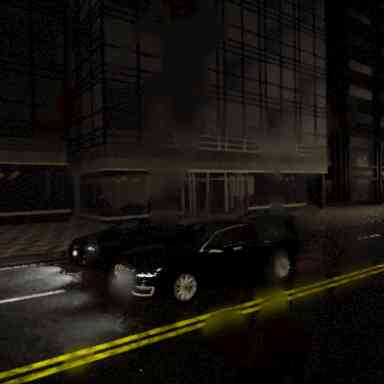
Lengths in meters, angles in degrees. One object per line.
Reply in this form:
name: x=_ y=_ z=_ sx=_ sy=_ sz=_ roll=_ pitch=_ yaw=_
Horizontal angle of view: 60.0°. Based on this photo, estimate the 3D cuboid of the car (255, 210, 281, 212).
car: x=2.905 y=1.446 z=13.618 sx=4.181 sy=1.385 sz=1.994 roll=-1 pitch=0 yaw=-35

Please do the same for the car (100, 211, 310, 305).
car: x=0.555 y=1.445 z=8.049 sx=4.892 sy=1.490 sz=1.837 roll=-1 pitch=1 yaw=-35

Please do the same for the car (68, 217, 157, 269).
car: x=-1.647 y=1.510 z=10.475 sx=4.181 sy=1.385 sz=1.994 roll=-1 pitch=0 yaw=-35
